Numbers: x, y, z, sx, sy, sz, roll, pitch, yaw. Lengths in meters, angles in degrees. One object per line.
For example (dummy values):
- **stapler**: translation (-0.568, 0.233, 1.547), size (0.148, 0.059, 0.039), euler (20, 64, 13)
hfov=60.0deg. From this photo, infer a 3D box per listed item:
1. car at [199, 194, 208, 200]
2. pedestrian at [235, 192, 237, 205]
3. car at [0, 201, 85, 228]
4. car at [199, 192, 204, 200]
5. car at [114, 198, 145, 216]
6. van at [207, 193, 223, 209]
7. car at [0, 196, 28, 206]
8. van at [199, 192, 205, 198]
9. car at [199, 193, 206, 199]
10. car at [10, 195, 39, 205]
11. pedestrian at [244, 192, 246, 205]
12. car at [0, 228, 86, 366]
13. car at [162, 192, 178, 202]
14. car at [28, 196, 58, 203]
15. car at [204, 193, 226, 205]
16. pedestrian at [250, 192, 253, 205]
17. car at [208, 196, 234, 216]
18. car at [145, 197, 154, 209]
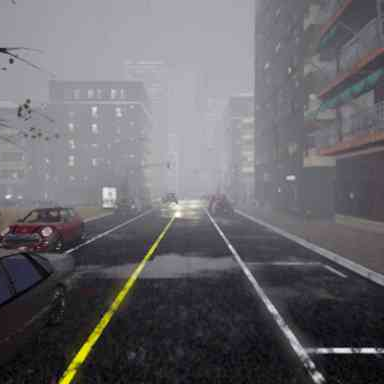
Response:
- **car**: translation (2.759, 1.093, 78.611), size (1.947, 1.339, 4.313), euler (0, 0, 0)
- **pedestrian**: translation (6.180, 0.856, 46.445), size (0.375, 1.860, 0.375), euler (0, 1, 0)
- **car**: translation (-5.684, 1.354, 13.064), size (1.967, 1.590, 4.097), euler (0, 0, 0)
- **car**: translation (2.754, 1.139, 73.088), size (1.802, 1.307, 4.206), euler (0, 0, 0)
- **car**: translation (-5.669, 1.251, 29.646), size (1.967, 1.590, 4.097), euler (0, 0, 0)
- **van**: translation (2.721, 1.086, 40.692), size (1.690, 1.788, 3.998), euler (0, 0, 0)
- **car**: translation (-27.923, 1.650, 51.440), size (4.403, 1.369, 2.008), euler (-1, 2, 0)
- **van**: translation (2.773, 0.779, 95.180), size (1.690, 1.788, 3.998), euler (0, 0, 0)
- **car**: translation (2.769, 1.012, 89.658), size (1.887, 1.381, 4.507), euler (0, 0, 0)
- **car**: translation (-30.215, 1.455, 60.061), size (4.097, 1.590, 1.967), euler (-1, 2, 0)
- **pedestrian**: translation (7.179, 0.867, 45.245), size (0.375, 1.860, 0.375), euler (0, 1, 0)
- **car**: translation (-3.095, 1.519, 4.167), size (2.033, 1.411, 5.357), euler (0, 0, 0)
- **car**: translation (-2.956, 0.726, 45.385), size (2.097, 1.767, 4.553), euler (0, 0, 0)
- **car**: translation (-22.354, 1.569, 51.474), size (4.403, 1.369, 2.008), euler (-1, 2, 0)
- **car**: translation (2.716, 1.093, 35.165), size (2.192, 1.841, 5.009), euler (0, 0, 0)
- **pedestrian**: translation (8.179, 0.880, 45.844), size (0.375, 1.860, 0.375), euler (0, 1, 0)
- **car**: translation (2.713, 1.356, 29.638), size (1.887, 1.381, 4.507), euler (0, 0, 0)
- **car**: translation (-5.658, 1.326, 40.703), size (1.802, 1.307, 4.206), euler (0, 0, 0)
